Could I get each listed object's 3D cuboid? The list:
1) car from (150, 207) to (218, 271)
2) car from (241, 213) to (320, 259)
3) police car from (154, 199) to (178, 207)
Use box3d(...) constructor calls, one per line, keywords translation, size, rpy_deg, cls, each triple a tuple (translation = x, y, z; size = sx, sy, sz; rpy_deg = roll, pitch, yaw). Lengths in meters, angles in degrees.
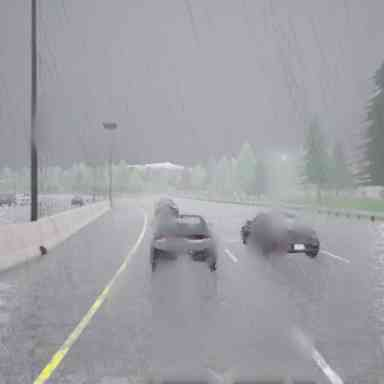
box3d(translation=(-0.319, 1.462, 10.802), size=(2.128, 1.511, 4.902), rpy_deg=(0, 0, -3), cls="car")
box3d(translation=(3.095, 1.484, 12.321), size=(1.812, 1.442, 4.674), rpy_deg=(0, 0, -3), cls="car")
box3d(translation=(-2.345, 1.426, 29.879), size=(2.038, 1.542, 4.974), rpy_deg=(0, 0, -9), cls="police car")
